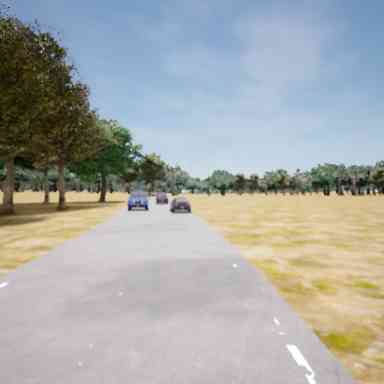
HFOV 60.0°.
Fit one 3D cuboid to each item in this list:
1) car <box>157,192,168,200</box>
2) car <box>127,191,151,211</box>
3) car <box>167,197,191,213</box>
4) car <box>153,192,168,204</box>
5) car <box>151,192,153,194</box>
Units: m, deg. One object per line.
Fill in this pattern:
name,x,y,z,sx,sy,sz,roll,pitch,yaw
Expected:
car,-6.173,0.779,69.158,1.882,1.535,5.008,-1,0,-1
car,-5.779,0.946,36.097,2.150,2.045,5.566,0,1,-7
car,-1.173,1.232,32.976,1.812,1.442,4.674,0,0,-8
car,-4.595,1.074,51.270,2.128,1.511,4.902,-1,1,-7
car,-9.104,0.618,78.134,1.882,1.535,5.008,-1,0,1
